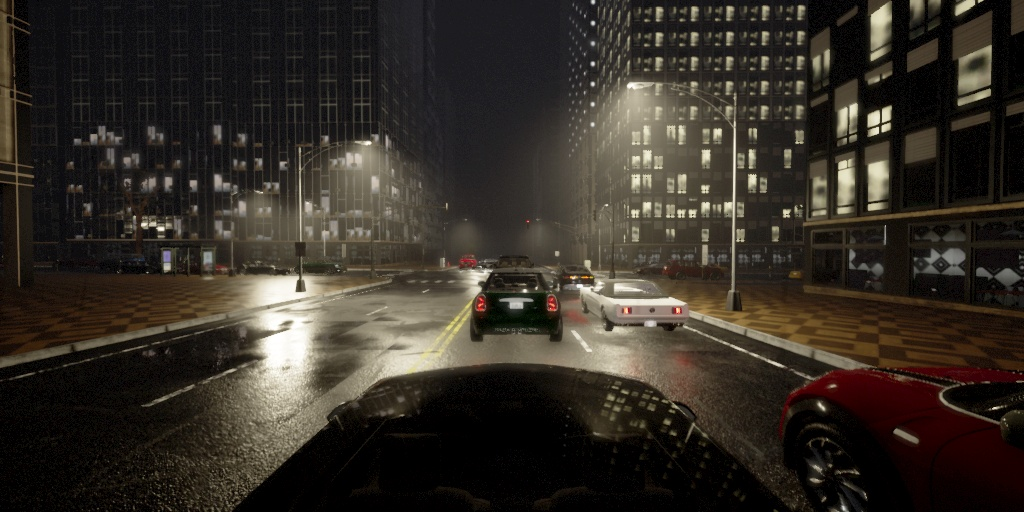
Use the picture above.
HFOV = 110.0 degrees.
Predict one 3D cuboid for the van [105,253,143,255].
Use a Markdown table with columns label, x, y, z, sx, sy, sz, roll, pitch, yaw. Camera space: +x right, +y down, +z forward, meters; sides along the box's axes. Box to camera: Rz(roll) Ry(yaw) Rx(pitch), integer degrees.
| label | x | y | z | sx | sy | sz | roll | pitch | yaw |
| --- | --- | --- | --- | --- | --- | --- | --- | --- | --- |
| van | -45.286 | 0.603 | 41.774 | 3.998 | 1.789 | 1.690 | 0 | 0 | 1 |

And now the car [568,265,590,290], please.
| label | x | y | z | sx | sy | sz | roll | pitch | yaw |
| --- | --- | --- | --- | --- | --- | --- | --- | --- | --- |
| car | 3.351 | 1.244 | 20.142 | 1.837 | 1.490 | 4.892 | 0 | 0 | 0 |

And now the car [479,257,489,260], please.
| label | x | y | z | sx | sy | sz | roll | pitch | yaw |
| --- | --- | --- | --- | --- | --- | --- | --- | --- | --- |
| car | -3.342 | 1.203 | 52.797 | 2.128 | 1.511 | 4.902 | 0 | 0 | 0 |

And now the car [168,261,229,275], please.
| label | x | y | z | sx | sy | sz | roll | pitch | yaw |
| --- | --- | --- | --- | --- | --- | --- | --- | --- | --- |
| car | -28.414 | 1.136 | 32.939 | 4.207 | 1.307 | 1.802 | 0 | 0 | 1 |

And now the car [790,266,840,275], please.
| label | x | y | z | sx | sy | sz | roll | pitch | yaw |
| --- | --- | --- | --- | --- | --- | --- | --- | --- | --- |
| car | 27.643 | 1.577 | 32.080 | 4.829 | 1.417 | 1.751 | 0 | 0 | 1 |

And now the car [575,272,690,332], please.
| label | x | y | z | sx | sy | sz | roll | pitch | yaw |
| --- | --- | --- | --- | --- | --- | --- | --- | --- | --- |
| car | 3.351 | 1.347 | 10.884 | 1.895 | 1.301 | 4.718 | 0 | 0 | 0 |

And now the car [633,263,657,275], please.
| label | x | y | z | sx | sy | sz | roll | pitch | yaw |
| --- | --- | --- | --- | --- | --- | --- | --- | --- | --- |
| car | 15.786 | 1.402 | 38.075 | 5.357 | 1.411 | 2.033 | 0 | 1 | 1 |

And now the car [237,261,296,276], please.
| label | x | y | z | sx | sy | sz | roll | pitch | yaw |
| --- | --- | --- | --- | --- | --- | --- | --- | --- | --- |
| car | -22.730 | 1.172 | 32.806 | 4.313 | 1.339 | 1.948 | 0 | 0 | 1 |

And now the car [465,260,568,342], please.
| label | x | y | z | sx | sy | sz | roll | pitch | yaw |
| --- | --- | --- | --- | --- | --- | --- | --- | --- | --- |
| car | 0.100 | 1.098 | 9.934 | 2.097 | 1.767 | 4.553 | 0 | 0 | 0 |

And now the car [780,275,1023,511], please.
| label | x | y | z | sx | sy | sz | roll | pitch | yaw |
| --- | --- | --- | --- | --- | --- | --- | --- | --- | --- |
| car | 3.349 | 1.104 | 1.196 | 2.097 | 1.767 | 4.553 | 0 | 0 | 0 |

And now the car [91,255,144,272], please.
| label | x | y | z | sx | sy | sz | roll | pitch | yaw |
| --- | --- | --- | --- | --- | --- | --- | --- | --- | --- |
| car | -38.187 | 0.912 | 35.834 | 4.902 | 1.511 | 2.128 | 1 | 1 | 1 |

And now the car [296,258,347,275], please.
| label | x | y | z | sx | sy | sz | roll | pitch | yaw |
| --- | --- | --- | --- | --- | --- | --- | --- | --- | --- |
| car | -18.767 | 0.950 | 35.429 | 4.553 | 1.767 | 2.097 | 0 | 1 | 1 |

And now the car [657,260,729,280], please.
| label | x | y | z | sx | sy | sz | roll | pitch | yaw |
| --- | --- | --- | --- | --- | --- | --- | --- | --- | --- |
| car | 16.195 | 1.267 | 32.277 | 5.009 | 1.841 | 2.192 | 0 | 0 | 1 |

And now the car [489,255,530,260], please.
| label | x | y | z | sx | sy | sz | roll | pitch | yaw |
| --- | --- | --- | --- | --- | --- | --- | --- | --- | --- |
| car | 0.101 | 0.962 | 19.646 | 2.150 | 2.045 | 5.566 | 0 | 0 | 0 |

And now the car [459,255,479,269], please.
| label | x | y | z | sx | sy | sz | roll | pitch | yaw |
| --- | --- | --- | --- | --- | --- | --- | --- | --- | --- |
| car | -6.596 | 0.927 | 54.008 | 2.150 | 2.045 | 5.566 | 0 | 1 | 0 |

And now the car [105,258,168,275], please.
| label | x | y | z | sx | sy | sz | roll | pitch | yaw |
| --- | --- | --- | --- | --- | --- | --- | --- | --- | --- |
| car | -34.095 | 1.067 | 33.113 | 4.313 | 1.339 | 1.948 | 0 | 0 | 1 |
